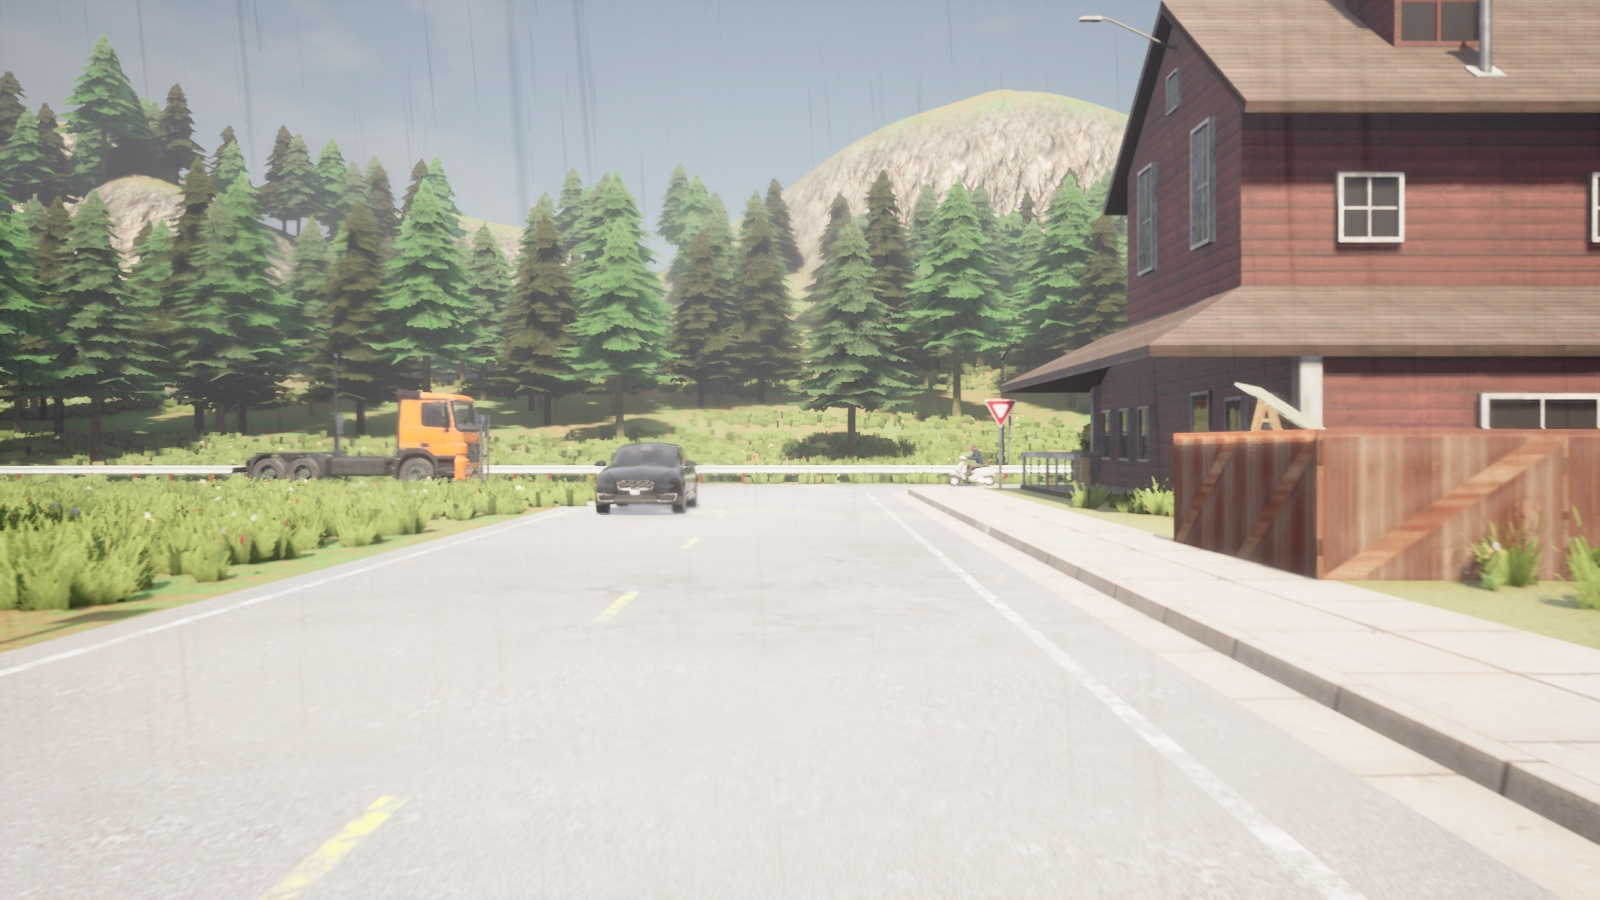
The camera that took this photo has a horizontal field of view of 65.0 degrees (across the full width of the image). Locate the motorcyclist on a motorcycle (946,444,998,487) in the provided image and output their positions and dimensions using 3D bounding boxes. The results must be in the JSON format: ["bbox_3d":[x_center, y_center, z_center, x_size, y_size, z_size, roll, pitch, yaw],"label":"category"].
[{"bbox_3d":[6.406,0.581,46.920,1.817,1.590,0.866,0,1,0],"label":"motorcyclist on a motorcycle"}]

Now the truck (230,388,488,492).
[{"bbox_3d":[-15.142,-0.353,43.514,7.936,3.462,2.891,0,0,0],"label":"truck"}]

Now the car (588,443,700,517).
[{"bbox_3d":[-3.338,0.593,27.711,1.837,1.490,4.892,0,0,0],"label":"car"}]
